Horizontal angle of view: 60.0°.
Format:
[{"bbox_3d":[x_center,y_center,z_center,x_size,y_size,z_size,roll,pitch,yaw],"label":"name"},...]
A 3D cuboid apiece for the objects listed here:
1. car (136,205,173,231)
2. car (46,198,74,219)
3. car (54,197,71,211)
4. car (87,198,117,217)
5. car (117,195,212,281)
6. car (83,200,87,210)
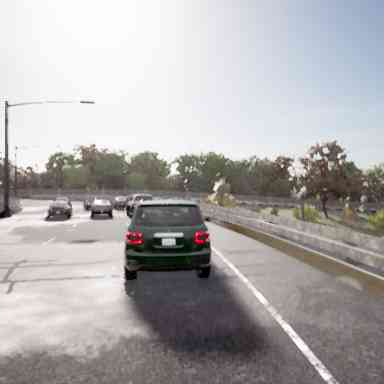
[{"bbox_3d":[-2.544,1.596,21.542,1.895,1.301,4.718,0,0,-12],"label":"car"},{"bbox_3d":[-11.682,1.529,29.537,1.812,1.442,4.674,0,0,-17],"label":"car"},{"bbox_3d":[-16.669,1.510,42.692,1.837,1.490,4.892,0,0,-24],"label":"car"},{"bbox_3d":[-8.415,1.486,30.813,2.128,1.511,4.902,0,-1,-17],"label":"car"},{"bbox_3d":[-0.772,1.217,10.102,2.150,2.045,5.566,0,0,-5],"label":"car"},{"bbox_3d":[-12.899,1.601,42.877,1.895,1.301,4.718,0,0,-23],"label":"car"}]
